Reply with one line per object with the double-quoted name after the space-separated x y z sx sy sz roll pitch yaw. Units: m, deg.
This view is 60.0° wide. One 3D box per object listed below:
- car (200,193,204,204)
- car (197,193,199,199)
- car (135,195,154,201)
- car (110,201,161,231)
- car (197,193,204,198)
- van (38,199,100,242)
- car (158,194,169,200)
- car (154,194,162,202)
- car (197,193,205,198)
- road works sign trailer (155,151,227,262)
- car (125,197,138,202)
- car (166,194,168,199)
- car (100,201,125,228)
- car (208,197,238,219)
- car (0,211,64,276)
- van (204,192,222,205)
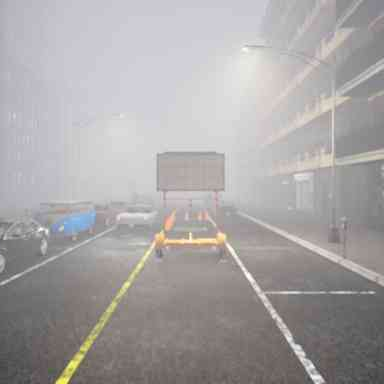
2.495 1.182 48.521 1.887 1.381 4.507 0 0 0 "car"
2.362 0.985 81.658 1.947 1.339 4.313 0 0 0 "car"
-5.842 1.156 37.443 1.967 1.590 4.097 0 0 0 "car"
-3.177 1.447 19.671 1.895 1.301 4.718 0 0 0 "car"
2.316 0.877 92.874 1.752 1.417 4.829 0 0 0 "car"
-5.754 1.221 15.351 1.690 1.788 3.998 0 0 0 "van"
-5.974 1.057 70.580 1.947 1.339 4.313 0 0 0 "car"
-5.886 1.191 48.488 2.008 1.369 4.403 0 0 0 "car"
2.339 0.910 87.350 1.752 1.417 4.829 0 0 0 "car"
-0.046 0.371 11.742 2.380 3.560 2.880 0 0 0 "road works sign trailer"
-5.798 1.362 26.398 1.947 1.339 4.313 0 0 0 "car"
-5.931 1.005 59.534 1.967 1.590 4.097 0 0 0 "car"
-5.775 1.382 20.875 1.887 1.381 4.507 0 0 0 "car"
2.583 1.345 26.431 2.008 1.369 4.403 0 0 0 "car"
-5.731 1.474 9.830 2.008 1.369 4.403 0 0 0 "car"
2.538 1.055 37.475 1.690 1.788 3.998 0 0 0 "van"
